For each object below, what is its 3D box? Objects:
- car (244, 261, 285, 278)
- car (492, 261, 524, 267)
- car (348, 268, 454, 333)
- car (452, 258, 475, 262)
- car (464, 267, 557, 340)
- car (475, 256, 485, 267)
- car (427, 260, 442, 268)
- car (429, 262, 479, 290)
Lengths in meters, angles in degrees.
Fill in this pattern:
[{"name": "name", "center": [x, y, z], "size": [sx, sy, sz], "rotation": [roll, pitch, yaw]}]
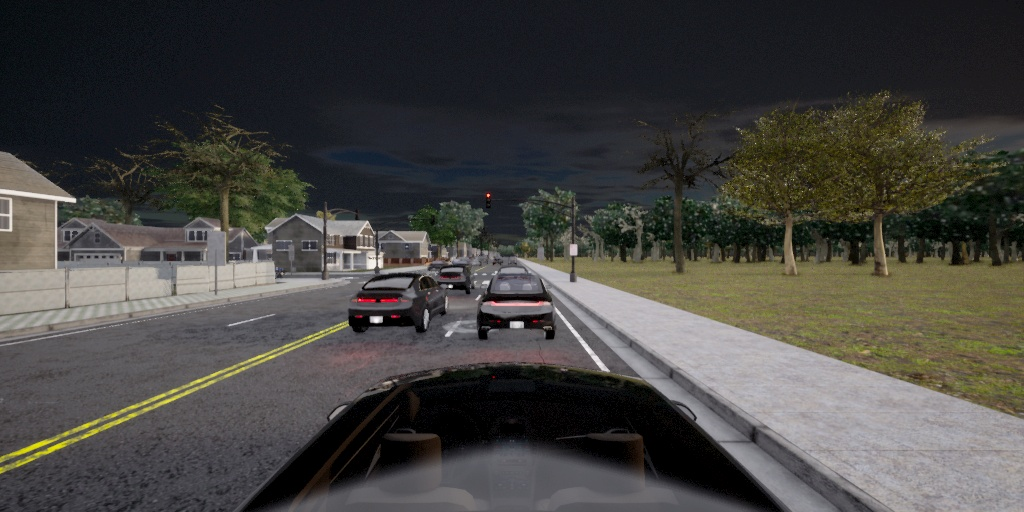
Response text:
[{"name": "car", "center": [-22.719, 1.257, 31.575], "size": [5.008, 1.535, 1.882], "rotation": [1, 0, 0]}, {"name": "car", "center": [0.052, 1.227, 19.388], "size": [1.882, 1.535, 5.008], "rotation": [0, 0, 1]}, {"name": "car", "center": [-3.137, 1.252, 10.739], "size": [1.837, 1.490, 4.892], "rotation": [0, -1, 0]}, {"name": "car", "center": [-6.536, 1.286, 47.572], "size": [2.033, 1.411, 5.357], "rotation": [0, 0, 0]}, {"name": "car", "center": [0.110, 1.241, 9.986], "size": [2.128, 1.511, 4.902], "rotation": [0, 0, 0]}, {"name": "car", "center": [-6.477, 1.216, 63.933], "size": [2.128, 1.511, 4.902], "rotation": [0, 0, 0]}, {"name": "car", "center": [-9.786, 1.286, 47.577], "size": [2.033, 1.411, 5.357], "rotation": [0, 0, 0]}, {"name": "car", "center": [-3.114, 1.254, 20.070], "size": [1.837, 1.490, 4.892], "rotation": [0, 0, -1]}]
